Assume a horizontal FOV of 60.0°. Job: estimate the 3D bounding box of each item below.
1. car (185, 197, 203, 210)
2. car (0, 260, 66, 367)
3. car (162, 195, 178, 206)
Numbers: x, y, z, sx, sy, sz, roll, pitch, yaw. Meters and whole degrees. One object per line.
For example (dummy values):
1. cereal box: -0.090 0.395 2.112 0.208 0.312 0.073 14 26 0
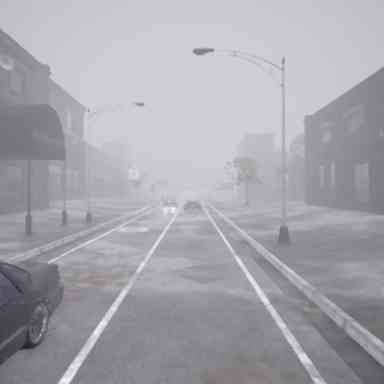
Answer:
1. car: 0.125 1.312 38.310 1.812 1.442 4.674 0 0 0
2. car: -3.098 1.534 3.479 2.033 1.411 5.357 0 0 0
3. car: -3.057 1.212 47.030 2.128 1.511 4.902 0 0 0
